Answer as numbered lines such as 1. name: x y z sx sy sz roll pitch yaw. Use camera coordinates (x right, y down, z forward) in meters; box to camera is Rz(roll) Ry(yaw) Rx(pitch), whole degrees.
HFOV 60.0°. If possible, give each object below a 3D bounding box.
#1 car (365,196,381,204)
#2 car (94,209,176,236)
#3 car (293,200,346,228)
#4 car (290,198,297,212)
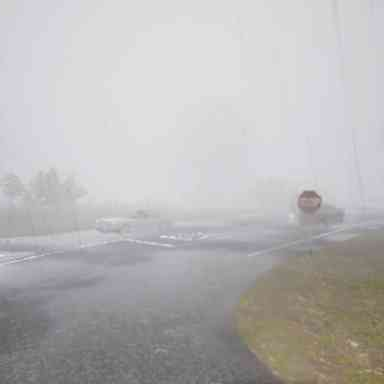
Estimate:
1. car: 34.533 1.435 63.203 2.033 1.411 5.357 0 0 41
2. car: -3.203 1.693 19.271 1.895 1.301 4.718 0 0 41
3. car: 8.909 1.522 22.609 1.837 1.490 4.892 0 0 41
4. car: 13.330 1.275 38.520 2.150 2.045 5.566 0 0 41
